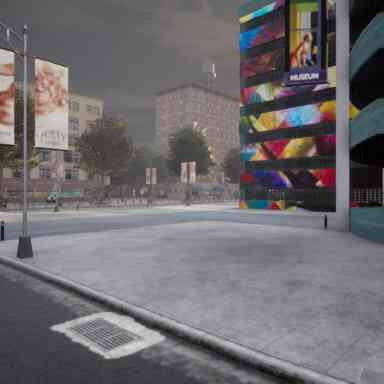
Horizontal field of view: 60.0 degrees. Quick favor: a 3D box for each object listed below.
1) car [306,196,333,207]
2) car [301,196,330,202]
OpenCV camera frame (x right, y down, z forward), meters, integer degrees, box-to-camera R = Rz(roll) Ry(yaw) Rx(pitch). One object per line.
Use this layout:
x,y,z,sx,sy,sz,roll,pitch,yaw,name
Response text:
19.579,1.413,51.052,2.161,1.482,4.786,0,0,43,car
14.255,1.320,39.330,2.002,1.452,4.674,0,0,43,car
